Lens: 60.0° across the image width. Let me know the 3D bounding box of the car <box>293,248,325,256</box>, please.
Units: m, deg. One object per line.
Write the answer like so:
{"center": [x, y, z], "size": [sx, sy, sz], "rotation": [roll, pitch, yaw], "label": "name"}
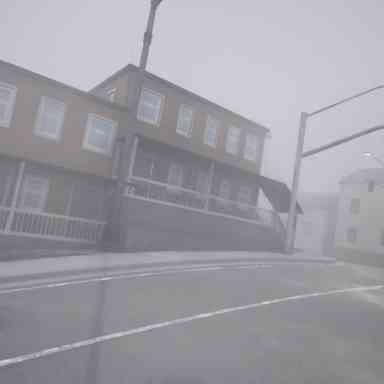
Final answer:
{"center": [9.654, 5.689, 29.286], "size": [1.812, 1.442, 4.674], "rotation": [14, -16, -34], "label": "car"}
